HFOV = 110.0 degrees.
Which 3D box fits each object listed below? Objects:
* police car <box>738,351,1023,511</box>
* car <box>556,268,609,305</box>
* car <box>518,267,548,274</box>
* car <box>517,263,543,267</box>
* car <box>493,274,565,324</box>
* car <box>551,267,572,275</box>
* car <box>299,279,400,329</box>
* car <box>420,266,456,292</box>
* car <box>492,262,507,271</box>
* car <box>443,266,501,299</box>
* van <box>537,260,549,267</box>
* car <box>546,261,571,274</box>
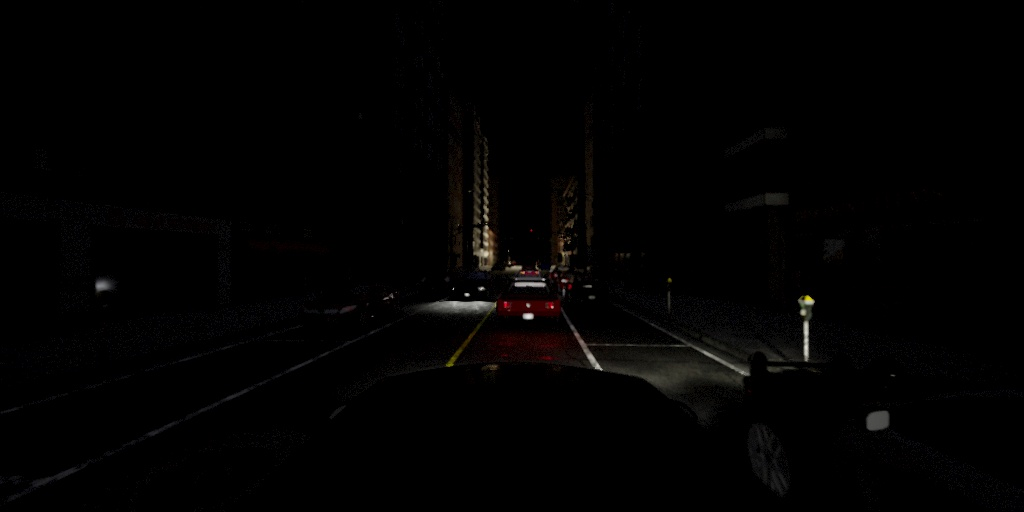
[{"bbox_3d":[2.929,1.176,1.398,1.930,1.638,5.238,0,-1,3],"label":"police car"},{"bbox_3d":[3.346,1.457,16.691,2.007,1.370,4.403,0,0,3],"label":"car"},{"bbox_3d":[1.144,1.571,23.273,1.895,1.301,4.718,0,-1,3],"label":"car"},{"bbox_3d":[1.560,1.599,33.355,1.812,1.442,4.674,0,-1,0],"label":"car"},{"bbox_3d":[0.589,1.461,12.480,1.895,1.301,4.718,0,-1,3],"label":"car"},{"bbox_3d":[3.630,1.545,22.203,1.802,1.307,4.207,0,0,3],"label":"car"},{"bbox_3d":[-4.954,1.425,11.587,1.802,1.307,4.207,0,0,3],"label":"car"},{"bbox_3d":[-4.384,1.395,22.609,1.967,1.591,4.097,0,0,3],"label":"car"},{"bbox_3d":[-2.419,1.894,60.674,2.007,1.370,4.403,0,0,3],"label":"car"},{"bbox_3d":[-1.995,1.476,19.608,2.033,1.411,5.357,0,-1,3],"label":"car"},{"bbox_3d":[5.596,1.692,60.269,1.690,1.789,3.998,0,0,3],"label":"van"},{"bbox_3d":[3.915,1.460,27.714,1.967,1.591,4.097,0,0,3],"label":"car"}]
